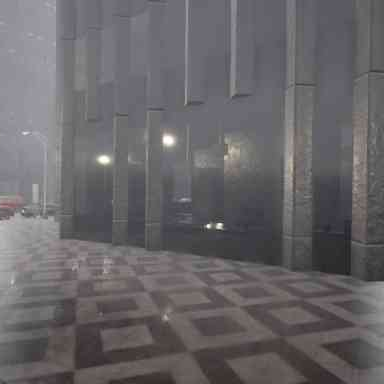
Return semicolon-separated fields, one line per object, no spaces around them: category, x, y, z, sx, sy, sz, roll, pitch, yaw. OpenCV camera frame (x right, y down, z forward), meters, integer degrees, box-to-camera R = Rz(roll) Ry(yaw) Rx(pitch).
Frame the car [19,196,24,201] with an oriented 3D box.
car;-20.756;1.353;36.268;2.192;1.841;5.009;1;0;35

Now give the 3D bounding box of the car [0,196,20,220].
car;-17.090;1.463;26.719;2.192;1.841;5.009;1;0;35

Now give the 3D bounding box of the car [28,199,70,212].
car;-17.487;1.634;40.865;1.947;1.339;4.313;1;0;35

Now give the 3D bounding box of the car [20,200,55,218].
car;-13.820;1.742;31.318;1.947;1.339;4.313;1;0;35
